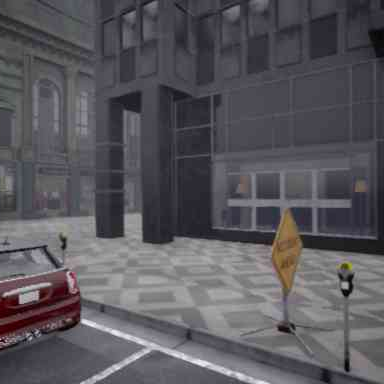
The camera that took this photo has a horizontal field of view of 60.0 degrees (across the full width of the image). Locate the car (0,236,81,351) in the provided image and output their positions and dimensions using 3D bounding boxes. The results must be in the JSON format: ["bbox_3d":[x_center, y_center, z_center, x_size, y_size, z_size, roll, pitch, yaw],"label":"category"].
[{"bbox_3d":[-3.800,1.471,5.675,4.097,1.590,1.967,0,0,35],"label":"car"}]
